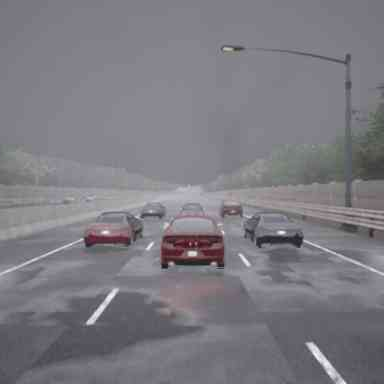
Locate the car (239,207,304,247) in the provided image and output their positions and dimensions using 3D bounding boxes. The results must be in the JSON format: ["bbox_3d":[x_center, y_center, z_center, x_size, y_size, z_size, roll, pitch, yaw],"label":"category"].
[{"bbox_3d":[3.568,1.586,15.221,1.994,1.385,4.181,0,0,0],"label":"car"}]

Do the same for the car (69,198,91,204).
[{"bbox_3d":[-17.575,1.709,53.367,1.994,1.385,4.181,0,0,0],"label":"car"}]

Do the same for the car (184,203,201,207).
[{"bbox_3d":[0.035,1.599,26.064,2.033,1.411,5.357,0,0,1],"label":"car"}]

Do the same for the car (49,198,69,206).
[{"bbox_3d":[-21.073,1.708,53.131,1.994,1.385,4.181,0,0,0],"label":"car"}]

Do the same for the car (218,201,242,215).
[{"bbox_3d":[3.569,1.547,31.283,1.882,1.535,5.008,0,0,0],"label":"car"}]

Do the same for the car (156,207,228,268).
[{"bbox_3d":[0.045,1.492,11.368,1.882,1.535,5.008,0,0,1],"label":"car"}]

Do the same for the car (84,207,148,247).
[{"bbox_3d":[-3.430,1.586,15.246,1.994,1.385,4.181,0,0,0],"label":"car"}]

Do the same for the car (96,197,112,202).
[{"bbox_3d":[-14.076,1.638,53.763,2.128,1.511,4.902,0,0,0],"label":"car"}]

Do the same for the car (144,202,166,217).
[{"bbox_3d":[-3.436,1.629,30.232,1.994,1.385,4.181,0,0,0],"label":"car"}]
